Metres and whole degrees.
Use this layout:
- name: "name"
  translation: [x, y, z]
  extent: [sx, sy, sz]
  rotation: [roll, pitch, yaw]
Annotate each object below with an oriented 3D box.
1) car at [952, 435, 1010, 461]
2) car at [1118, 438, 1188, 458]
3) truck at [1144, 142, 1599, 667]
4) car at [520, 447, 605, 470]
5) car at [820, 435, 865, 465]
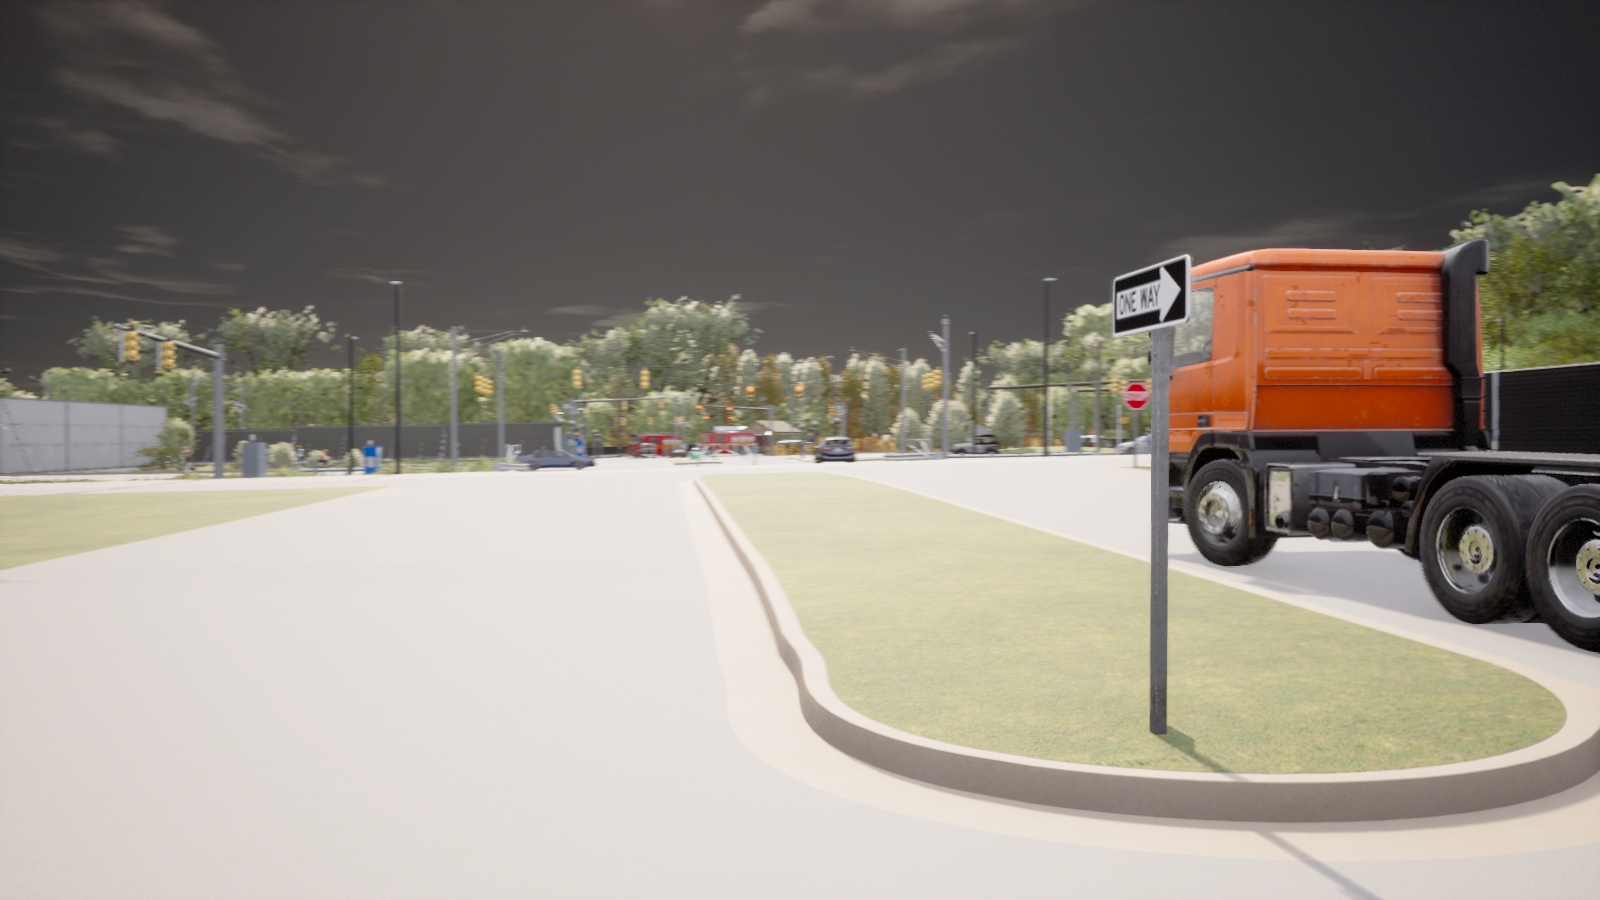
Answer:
- name: "car"
  translation: [13.362, -0.146, 92.895]
  extent: [3.866, 1.878, 1.905]
  rotation: [-1, 1, -7]
- name: "car"
  translation: [26.528, -0.148, 94.395]
  extent: [4.674, 1.442, 1.812]
  rotation: [-1, 1, -6]
- name: "truck"
  translation: [6.226, -0.380, 11.381]
  extent: [2.891, 3.462, 7.936]
  rotation: [0, 2, -10]
- name: "car"
  translation: [-15.611, 0.537, 82.715]
  extent: [5.357, 1.411, 2.033]
  rotation: [-1, 1, -6]
- name: "car"
  translation: [2.471, -0.004, 73.969]
  extent: [2.242, 1.667, 4.611]
  rotation: [-1, 1, -3]
